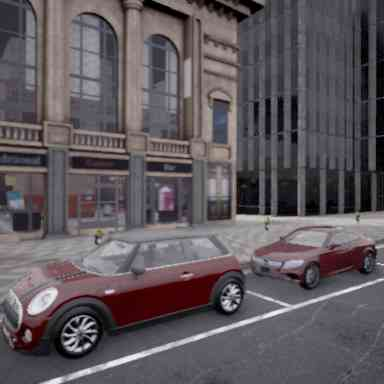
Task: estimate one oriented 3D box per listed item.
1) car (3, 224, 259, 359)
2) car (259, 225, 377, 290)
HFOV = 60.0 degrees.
[{"bbox_3d":[-1.021,1.446,5.921,4.097,1.590,1.967,0,0,-35],"label":"car"},{"bbox_3d":[3.447,1.600,9.107,4.206,1.307,1.802,0,0,-35],"label":"car"}]
